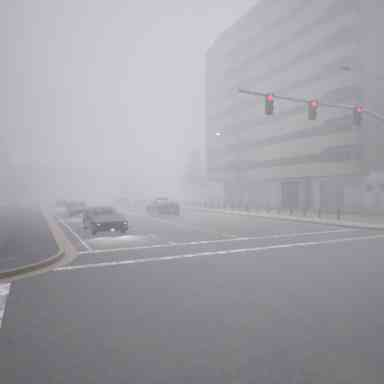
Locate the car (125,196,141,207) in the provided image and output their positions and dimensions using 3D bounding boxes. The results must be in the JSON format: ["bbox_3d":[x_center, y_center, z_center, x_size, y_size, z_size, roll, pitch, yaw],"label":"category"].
[{"bbox_3d":[-8.163,1.378,50.377,1.882,1.535,5.008,-1,0,-25],"label":"car"}]

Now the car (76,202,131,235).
[{"bbox_3d":[-5.209,1.549,19.420,2.033,1.411,5.357,-1,0,-26],"label":"car"}]

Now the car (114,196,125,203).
[{"bbox_3d":[-12.512,1.372,59.397,1.882,1.535,5.008,-1,0,-25],"label":"car"}]

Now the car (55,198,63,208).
[{"bbox_3d":[-18.771,1.584,48.058,1.895,1.301,4.718,-1,0,-25],"label":"car"}]

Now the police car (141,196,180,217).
[{"bbox_3d":[-2.828,1.365,30.929,1.930,1.638,5.238,-1,0,-25],"label":"police car"}]

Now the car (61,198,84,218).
[{"bbox_3d":[-10.507,1.542,30.543,2.033,1.411,5.357,-1,0,-25],"label":"car"}]
